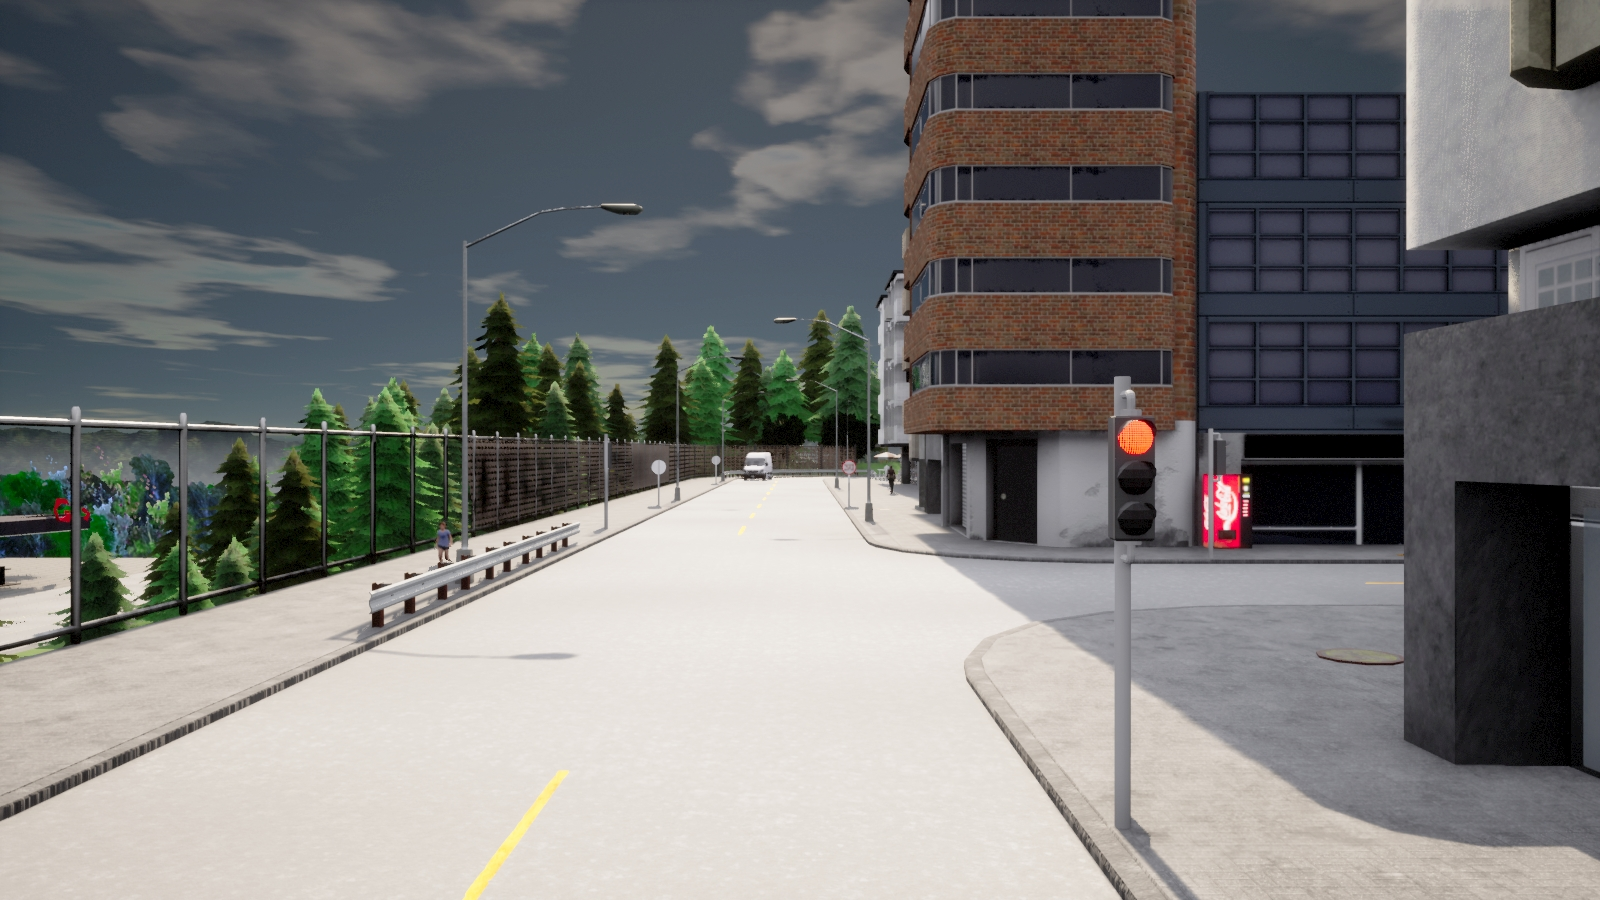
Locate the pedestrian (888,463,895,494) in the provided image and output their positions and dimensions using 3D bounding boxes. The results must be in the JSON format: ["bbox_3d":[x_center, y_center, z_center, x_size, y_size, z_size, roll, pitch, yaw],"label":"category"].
[{"bbox_3d":[5.521,1.717,69.020,0.375,1.860,0.375,0,0,3],"label":"pedestrian"}]

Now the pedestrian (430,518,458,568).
[{"bbox_3d":[-8.112,2.114,26.051,0.500,1.100,0.500,0,0,0],"label":"pedestrian"}]
